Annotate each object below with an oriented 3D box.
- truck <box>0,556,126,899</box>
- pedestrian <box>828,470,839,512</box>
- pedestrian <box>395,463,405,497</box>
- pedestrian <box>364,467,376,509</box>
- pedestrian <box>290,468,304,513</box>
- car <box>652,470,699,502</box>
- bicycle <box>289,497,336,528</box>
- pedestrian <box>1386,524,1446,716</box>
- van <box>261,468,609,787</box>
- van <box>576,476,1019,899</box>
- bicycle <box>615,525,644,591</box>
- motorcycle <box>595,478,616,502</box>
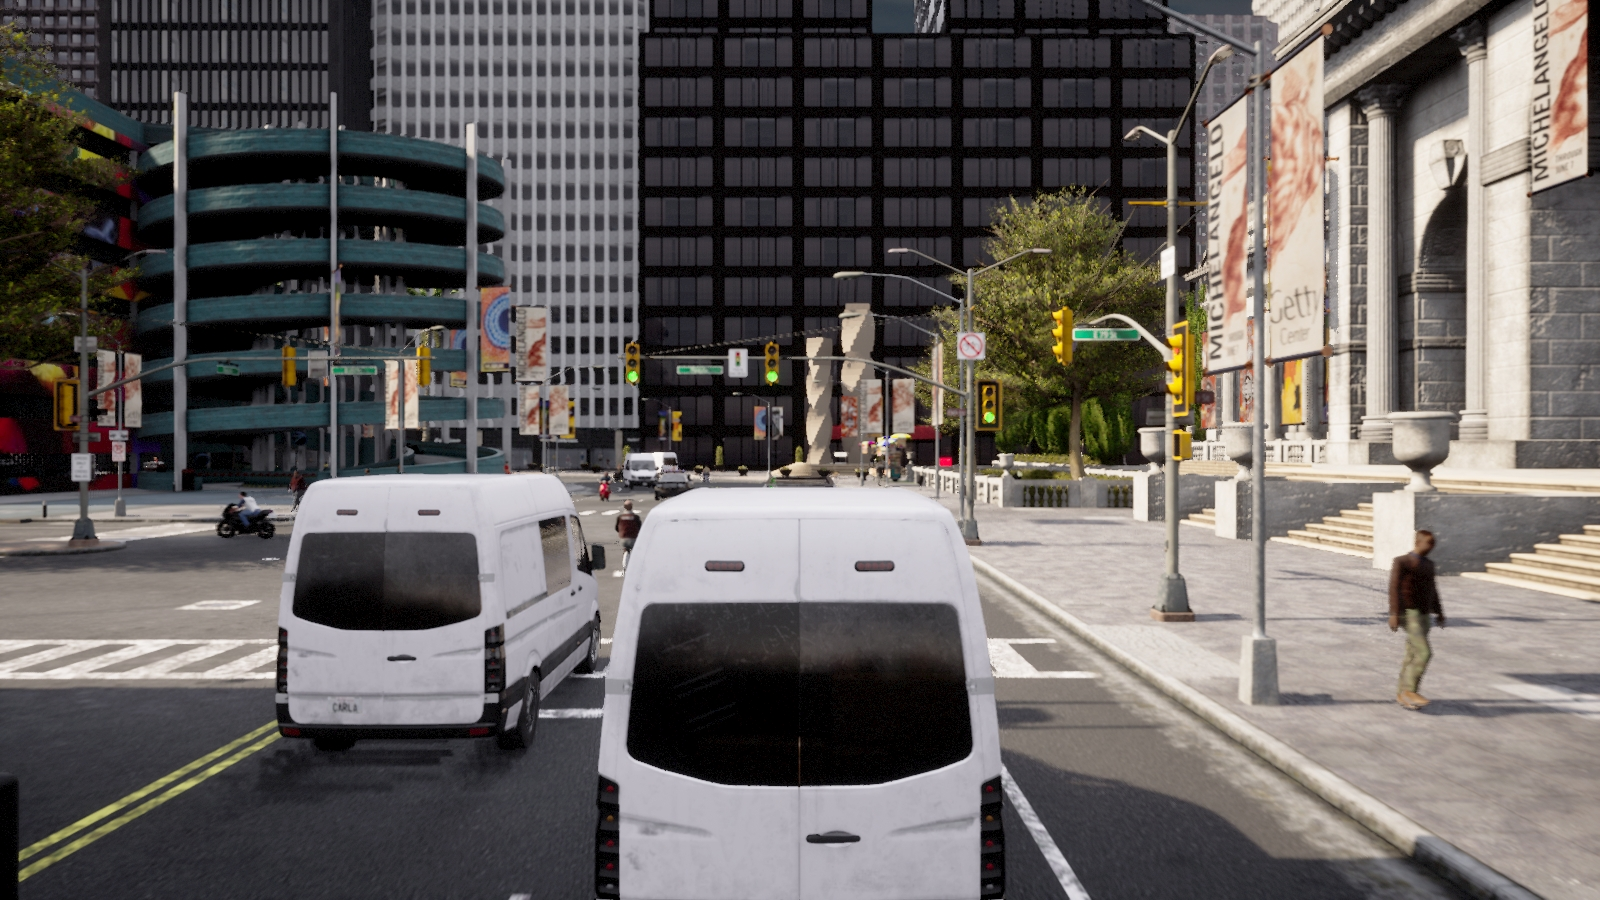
[{"bbox_3d":[-3.508,1.563,1.099,2.627,2.467,5.204,0,0,0],"label":"truck"},{"bbox_3d":[1.517,1.841,51.481,0.375,1.860,0.375,0,0,-18],"label":"pedestrian"},{"bbox_3d":[-22.476,1.687,64.189,0.375,1.860,0.375,0,0,4],"label":"pedestrian"},{"bbox_3d":[-19.029,1.691,50.589,0.375,1.860,0.375,0,0,8],"label":"pedestrian"},{"bbox_3d":[-21.169,1.690,48.082,0.375,1.860,0.375,0,0,11],"label":"pedestrian"},{"bbox_3d":[-6.941,1.973,64.296,2.097,1.638,5.238,0,0,-1],"label":"car"},{"bbox_3d":[-17.620,2.250,41.323,1.487,1.080,0.859,0,-2,-29],"label":"bicycle"},{"bbox_3d":[6.212,1.694,11.528,0.375,1.860,0.375,0,0,-19],"label":"pedestrian"},{"bbox_3d":[-3.538,1.532,12.494,1.988,2.561,5.915,0,0,-1],"label":"van"},{"bbox_3d":[-0.010,1.533,8.087,1.988,2.561,5.915,0,0,0],"label":"van"},{"bbox_3d":[-3.516,2.206,23.634,0.329,1.171,1.835,0,0,0],"label":"bicycle"},{"bbox_3d":[-10.522,2.173,61.928,0.856,1.236,1.805,0,0,0],"label":"motorcycle"}]
